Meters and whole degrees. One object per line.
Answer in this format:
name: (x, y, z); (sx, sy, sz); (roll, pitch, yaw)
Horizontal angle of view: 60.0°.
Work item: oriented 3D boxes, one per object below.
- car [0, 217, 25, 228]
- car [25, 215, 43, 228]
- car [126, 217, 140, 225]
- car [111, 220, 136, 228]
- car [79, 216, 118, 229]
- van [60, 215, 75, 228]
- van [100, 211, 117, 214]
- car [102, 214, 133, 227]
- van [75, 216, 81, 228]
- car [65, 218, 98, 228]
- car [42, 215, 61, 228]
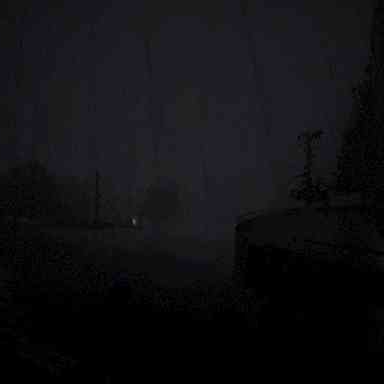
car: (-25.380, 4.032, 44.100); (4.674, 1.452, 2.002); (0, -5, 5)
car: (-24.135, 4.315, 46.846); (4.674, 1.452, 2.002); (0, -6, 5)
car: (-15.543, 7.697, 87.716); (2.163, 1.488, 4.792); (1, 1, 9)
car: (-14.061, 6.568, 68.716); (4.674, 1.452, 2.002); (0, -5, 5)
car: (-13.476, 4.674, 48.391); (1.882, 1.535, 5.008); (-1, -6, 24)
van: (-21.491, 4.614, 52.334); (4.442, 1.987, 1.878); (0, -6, 5)
van: (-23.236, 7.297, 92.500); (1.878, 1.987, 4.442); (0, 1, 10)
car: (-15.337, 5.996, 66.008); (5.566, 2.045, 2.435); (0, -5, 5)
van: (-20.231, 4.896, 55.073); (4.442, 1.987, 1.878); (0, -6, 5)
car: (-19.084, 5.403, 57.785); (4.892, 1.521, 2.231); (0, -5, 5)
car: (-23.056, 4.552, 49.598); (5.366, 1.575, 1.946); (0, -5, 5)
